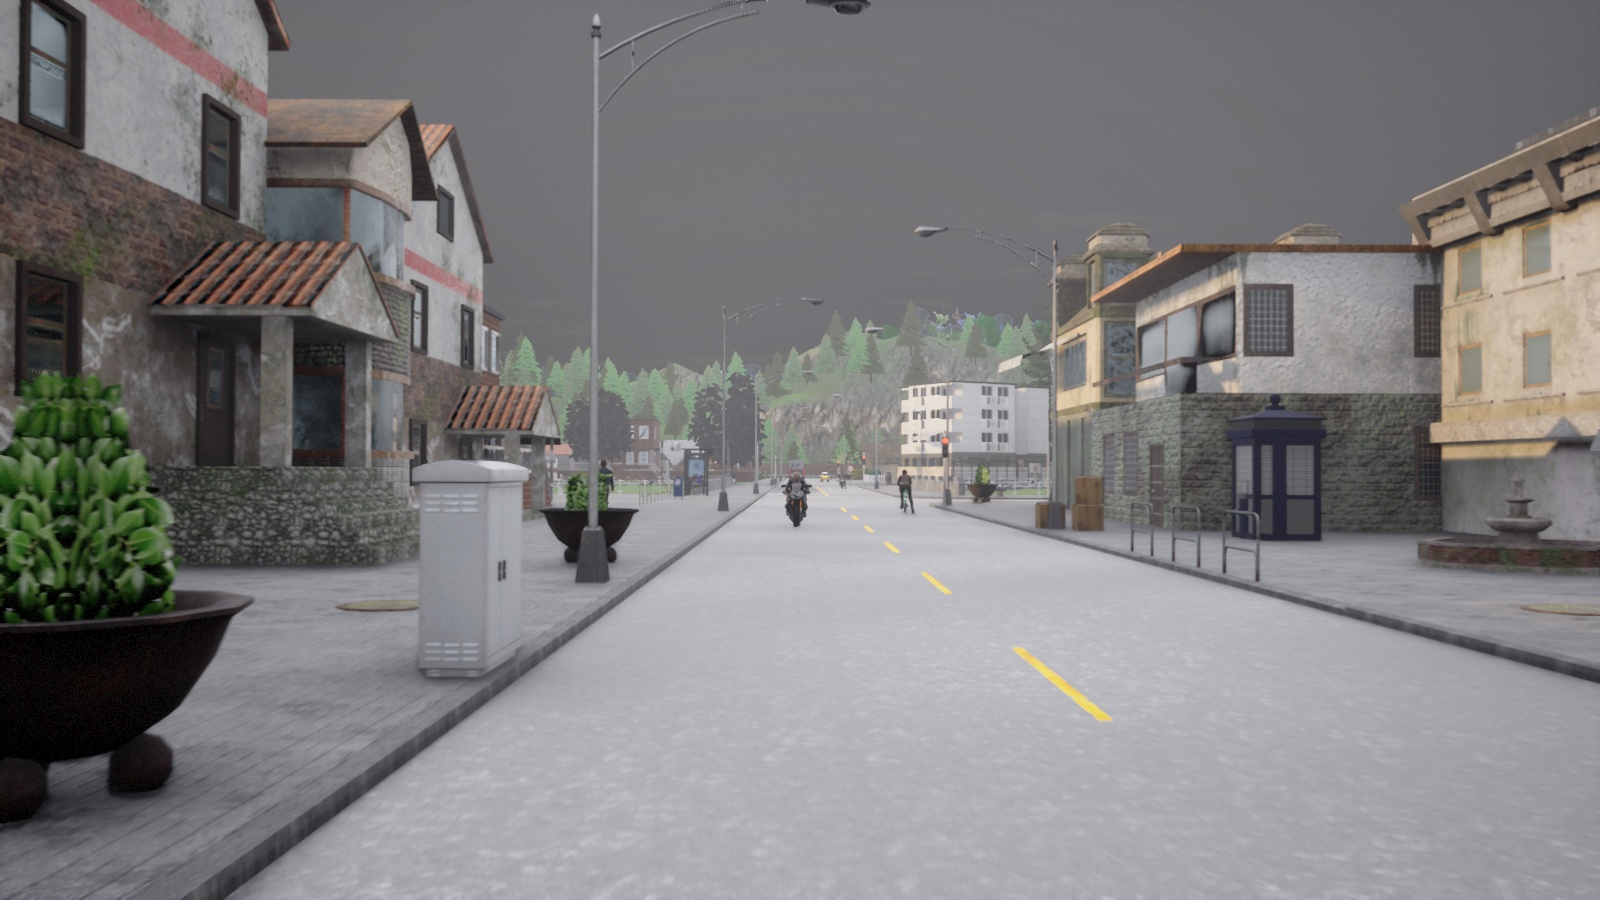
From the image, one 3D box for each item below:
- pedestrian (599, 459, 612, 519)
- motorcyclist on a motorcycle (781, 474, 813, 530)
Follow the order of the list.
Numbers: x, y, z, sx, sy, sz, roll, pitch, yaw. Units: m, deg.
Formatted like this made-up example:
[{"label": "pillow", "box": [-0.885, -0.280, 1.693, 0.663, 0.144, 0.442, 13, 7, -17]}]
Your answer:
[{"label": "pedestrian", "box": [-5.984, 1.194, 38.572, 0.370, 1.835, 0.726, 0, -1, -10]}, {"label": "motorcyclist on a motorcycle", "box": [-0.087, 1.445, 35.563, 0.866, 1.530, 2.191, 0, -1, 0]}]
